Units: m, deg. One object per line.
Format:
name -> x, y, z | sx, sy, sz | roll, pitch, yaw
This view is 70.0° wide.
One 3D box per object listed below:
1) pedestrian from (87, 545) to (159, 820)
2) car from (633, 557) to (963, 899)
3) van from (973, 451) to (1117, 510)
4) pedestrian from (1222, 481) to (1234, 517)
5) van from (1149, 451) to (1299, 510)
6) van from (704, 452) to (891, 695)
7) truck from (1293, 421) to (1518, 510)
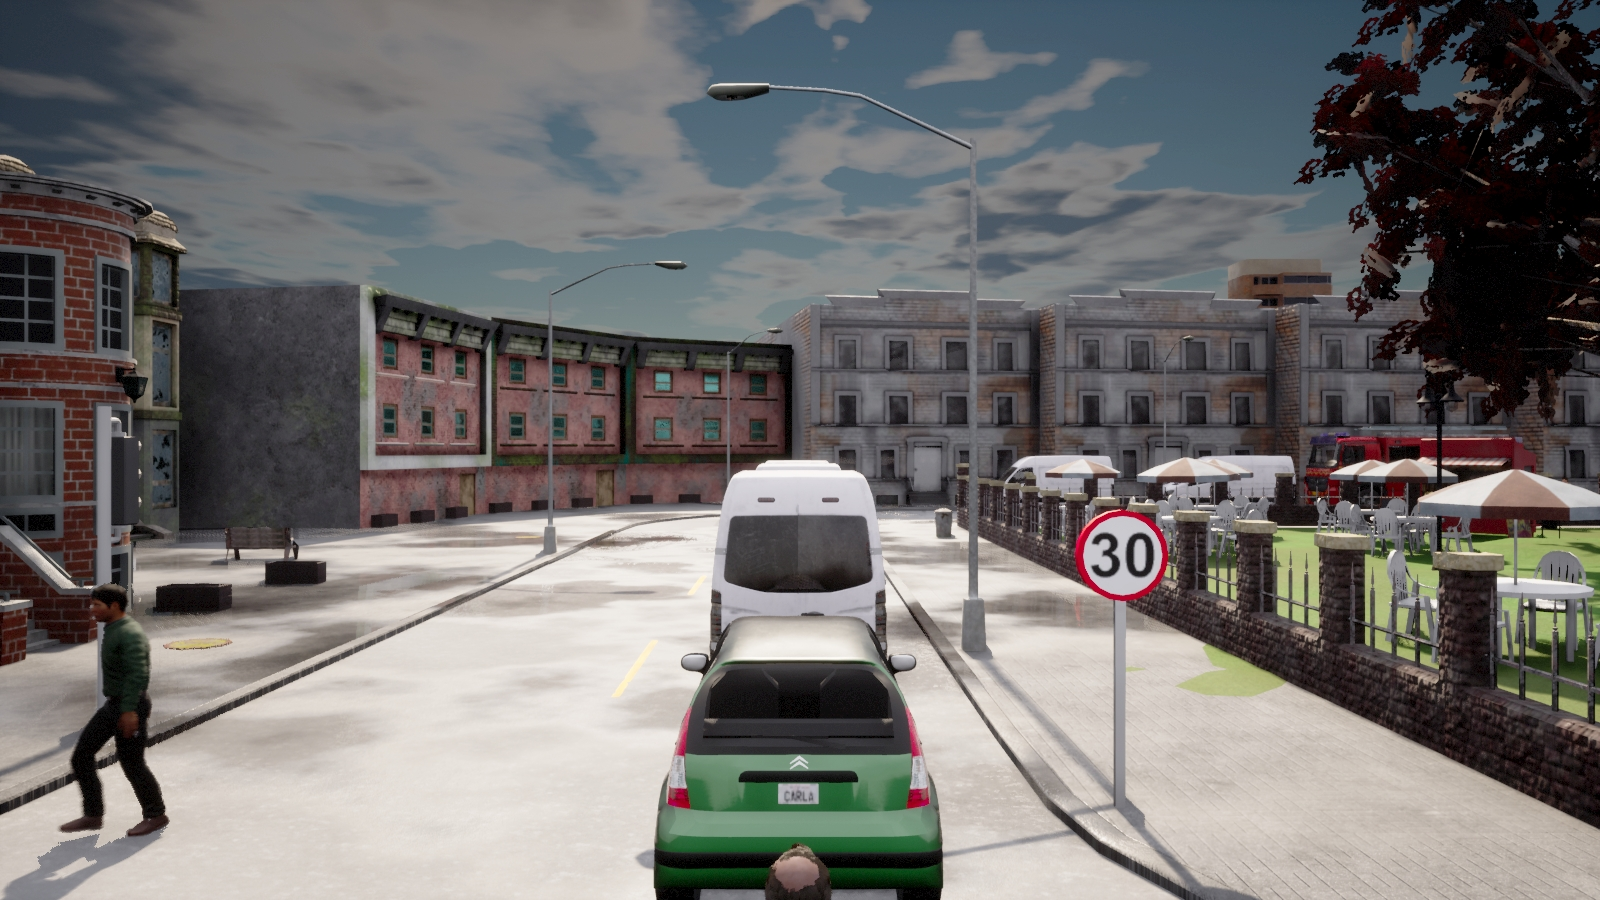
pedestrian -> -4.837, 1.629, 8.162 | 0.375, 1.860, 0.375 | 0, 0, -42
car -> -0.015, 1.779, 8.404 | 1.851, 1.617, 3.988 | 0, 0, 0
van -> 10.754, 1.314, 50.430 | 5.915, 2.561, 1.988 | 0, 0, 0
pedestrian -> 15.757, 1.805, 42.058 | 0.375, 1.300, 0.375 | 0, 0, 10
van -> 18.656, 1.314, 50.452 | 5.915, 2.561, 1.988 | 0, 0, 0
van -> -0.025, 1.315, 15.105 | 1.988, 2.561, 5.915 | 0, 0, 0
truck -> 26.739, 0.670, 50.713 | 8.468, 3.827, 2.891 | 0, 0, 0
